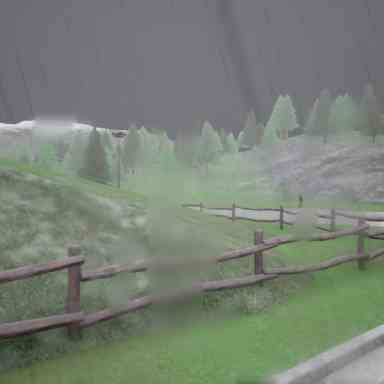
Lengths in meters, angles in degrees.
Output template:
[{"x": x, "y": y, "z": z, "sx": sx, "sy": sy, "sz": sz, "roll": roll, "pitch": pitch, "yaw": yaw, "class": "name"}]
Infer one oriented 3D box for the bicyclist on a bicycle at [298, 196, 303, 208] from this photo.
[{"x": 14.321, "y": 1.302, "z": 43.832, "sx": 0.582, "sy": 1.620, "sz": 1.656, "roll": 0, "pitch": 0, "yaw": 34, "class": "bicyclist on a bicycle"}]
